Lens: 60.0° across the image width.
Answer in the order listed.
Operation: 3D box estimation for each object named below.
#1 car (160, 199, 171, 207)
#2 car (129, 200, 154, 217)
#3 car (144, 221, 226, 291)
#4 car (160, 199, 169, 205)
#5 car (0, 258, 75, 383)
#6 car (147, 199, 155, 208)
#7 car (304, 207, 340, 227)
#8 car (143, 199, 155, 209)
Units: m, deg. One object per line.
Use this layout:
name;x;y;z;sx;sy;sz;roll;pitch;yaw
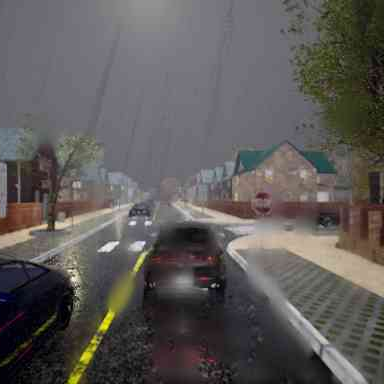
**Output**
car;-4.987;2.045;62.353;1.837;1.490;4.892;0;-1;-5
car;-5.136;1.777;33.315;1.994;1.385;4.181;0;-1;-4
car;-0.125;1.554;9.106;1.837;1.490;4.892;0;0;1
car;-5.952;2.176;72.755;1.895;1.301;4.718;0;-1;-5
car;-2.991;1.583;4.124;1.994;1.385;4.181;0;0;-2
car;-6.150;1.868;44.115;2.033;1.411;5.357;0;-1;-5
car;10.180;1.665;22.582;4.718;1.301;1.895;0;-1;-7
car;-7.225;1.984;55.899;1.812;1.442;4.674;0;0;-4
